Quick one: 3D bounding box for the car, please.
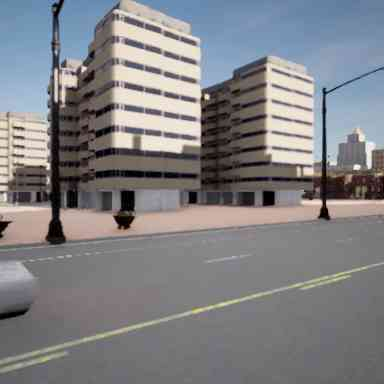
[{"bbox_3d":[-4.896,1.601,4.801,4.718,1.301,1.895,0,0,-35],"label":"car"}]
